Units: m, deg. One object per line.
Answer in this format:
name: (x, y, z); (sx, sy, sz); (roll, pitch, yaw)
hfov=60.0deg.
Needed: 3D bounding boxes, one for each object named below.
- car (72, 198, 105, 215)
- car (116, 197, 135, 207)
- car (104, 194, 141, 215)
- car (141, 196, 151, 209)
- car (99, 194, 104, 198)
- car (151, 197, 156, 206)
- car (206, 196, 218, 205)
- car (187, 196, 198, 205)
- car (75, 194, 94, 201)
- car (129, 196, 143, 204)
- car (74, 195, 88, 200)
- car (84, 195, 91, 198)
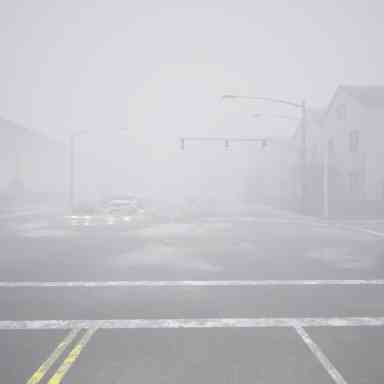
car: (-10.589, 1.567, 33.614); (1.994, 1.385, 4.181); (0, 0, 0)
car: (-10.578, 1.553, 53.119); (2.033, 1.411, 5.357); (0, 0, 0)
car: (-7.089, 1.225, 34.645); (2.150, 2.045, 5.566); (0, 0, 0)
car: (-7.084, 1.509, 44.197); (1.837, 1.490, 4.892); (0, 0, 0)
car: (-10.585, 1.226, 42.873); (2.150, 2.045, 5.566); (0, 0, 0)
car: (-7.070, 1.483, 54.585); (1.882, 1.535, 5.008); (0, 0, 0)
car: (3.620, 1.532, 61.195); (1.812, 1.442, 4.674); (0, 0, 0)
car: (0.020, 1.498, 58.604); (2.128, 1.511, 4.902); (0, 0, 0)
car: (-28.939, 1.462, 89.702); (2.038, 1.542, 4.974); (0, 0, 29)
car: (-10.523, 1.532, 63.201); (1.812, 1.442, 4.674); (0, 0, 1)
car: (-28.182, 1.304, 84.377); (1.853, 1.218, 4.536); (0, 0, -36)
car: (-28.151, 1.461, 84.335); (2.038, 1.542, 4.974); (0, 0, -36)
